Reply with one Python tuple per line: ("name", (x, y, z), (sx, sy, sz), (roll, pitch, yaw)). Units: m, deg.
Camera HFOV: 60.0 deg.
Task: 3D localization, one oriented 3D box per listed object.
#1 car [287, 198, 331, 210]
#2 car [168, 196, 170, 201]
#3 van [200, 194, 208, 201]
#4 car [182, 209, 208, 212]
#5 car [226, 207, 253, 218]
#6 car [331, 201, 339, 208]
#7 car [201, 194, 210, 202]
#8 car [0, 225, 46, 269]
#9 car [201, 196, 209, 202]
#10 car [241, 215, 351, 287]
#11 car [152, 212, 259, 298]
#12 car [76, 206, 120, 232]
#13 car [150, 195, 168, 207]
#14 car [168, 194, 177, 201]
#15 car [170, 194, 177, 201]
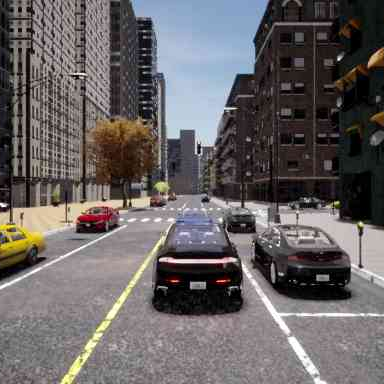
("car", (13.602, 1.359, 39.518), (4.403, 1.369, 2.008), (-1, 1, 0))
("car", (-5.432, 1.607, 58.109), (1.947, 1.339, 4.313), (0, 0, 0))
("van", (3.072, 1.424, 85.686), (1.690, 1.788, 3.998), (0, 0, 0))
("car", (0.159, 1.605, 18.613), (1.895, 1.301, 4.718), (0, 0, 1))
("car", (2.778, 1.555, 20.161), (2.008, 1.369, 4.403), (0, 0, 0))
("car", (18.999, 1.259, 39.548), (4.829, 1.417, 1.752), (-1, 1, 0))
("car", (3.023, 1.630, 74.639), (1.947, 1.339, 4.313), (0, 0, 0))
("car", (-5.653, 1.526, 8.963), (1.752, 1.417, 4.829), (0, 0, 0))
("car", (3.049, 1.598, 80.332), (1.752, 1.417, 4.829), (0, 0, 0))
("car", (2.728, 1.552, 9.095), (2.008, 1.369, 4.403), (0, 0, 0))
("car", (0.126, 1.492, 8.496), (2.128, 1.511, 4.902), (0, 0, 0))
("car", (-5.602, 1.549, 20.198), (1.887, 1.381, 4.507), (0, 0, 0))
("car", (-5.457, 1.349, 52.586), (2.192, 1.841, 5.009), (0, 0, 0))
("car", (-5.284, 1.409, 91.246), (2.192, 1.841, 5.009), (0, 0, 0))
("car", (-5.308, 1.649, 85.724), (1.947, 1.339, 4.313), (0, 0, 0))
